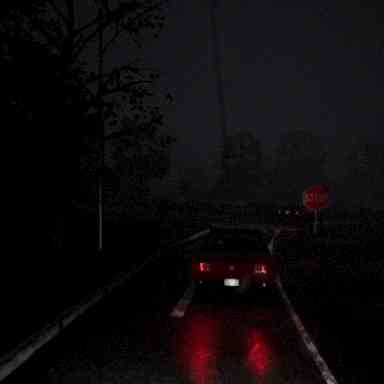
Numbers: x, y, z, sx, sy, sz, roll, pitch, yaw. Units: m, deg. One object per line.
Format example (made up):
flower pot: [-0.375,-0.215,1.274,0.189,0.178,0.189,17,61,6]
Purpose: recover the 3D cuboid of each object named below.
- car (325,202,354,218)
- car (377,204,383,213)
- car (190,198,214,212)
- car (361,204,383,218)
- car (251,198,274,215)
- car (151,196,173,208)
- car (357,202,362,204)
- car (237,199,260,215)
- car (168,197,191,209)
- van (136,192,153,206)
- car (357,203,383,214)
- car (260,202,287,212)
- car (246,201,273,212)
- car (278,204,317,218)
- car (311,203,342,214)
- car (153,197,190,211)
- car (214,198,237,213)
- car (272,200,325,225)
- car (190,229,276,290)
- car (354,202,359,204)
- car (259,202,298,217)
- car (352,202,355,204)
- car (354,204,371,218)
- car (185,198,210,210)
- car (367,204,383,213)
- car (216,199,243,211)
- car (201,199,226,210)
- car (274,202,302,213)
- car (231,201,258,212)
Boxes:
car: [18.485,2.445,44.180,2.185,1.767,4.553,3,-1,-20]
car: [39.907,3.362,66.343,1.946,1.575,5.366,1,0,-20]
car: [0.203,1.483,37.439,2.163,1.488,4.792,4,-1,-20]
car: [23.678,2.832,46.178,2.163,1.488,4.792,2,-1,-20]
car: [8.037,1.740,40.354,2.435,2.045,5.566,4,-1,-20]
car: [-4.531,1.446,49.605,2.002,1.452,4.674,4,-1,-20]
car: [26.293,2.782,47.154,2.185,1.767,4.553,2,-1,-20]
car: [5.422,1.820,39.345,2.097,1.535,5.008,4,-1,-20]
car: [-1.927,1.633,50.574,2.002,1.452,4.674,4,-1,-20]
van: [-6.969,1.003,48.558,1.878,1.987,4.442,4,-1,-21]
car: [34.628,3.134,64.213,2.185,1.767,4.553,1,0,-20]
car: [13.739,2.528,56.398,2.097,1.535,5.008,3,-1,-20]
car: [11.127,2.397,55.426,2.097,1.535,5.008,3,-1,-20]
car: [13.252,2.332,42.235,2.163,1.488,4.792,3,-1,-20]
car: [24.246,2.959,60.118,1.946,1.575,5.366,2,-1,-20]
car: [-2.379,1.295,36.415,2.163,1.488,4.792,4,-1,-20]
car: [2.817,1.515,38.414,2.185,1.767,4.553,4,-1,-20]
car: [9.218,1.808,28.556,2.097,1.767,4.553,2,-1,43]
car: [1.209,1.689,9.366,1.895,1.301,4.718,0,-1,9]
car: [29.404,2.875,62.265,2.435,2.045,5.566,2,0,-20]
car: [10.645,2.153,41.289,2.231,1.521,4.892,3,-1,-20]
car: [26.792,3.048,61.269,2.097,1.535,5.008,2,0,-20]
car: [21.088,2.720,45.152,2.163,1.488,4.792,3,-1,-20]
car: [0.788,1.811,51.613,2.163,1.488,4.792,4,-1,-20]
car: [37.248,3.314,65.150,2.097,1.535,5.008,1,0,-20]
car: [5.963,2.111,53.707,1.946,1.575,5.366,4,-1,-20]
car: [3.347,1.949,52.733,1.946,1.575,5.366,4,-1,-20]
car: [16.471,2.655,57.415,2.231,1.521,4.892,3,-1,-20]
car: [8.521,2.288,54.430,2.163,1.488,4.792,3,-1,-20]
